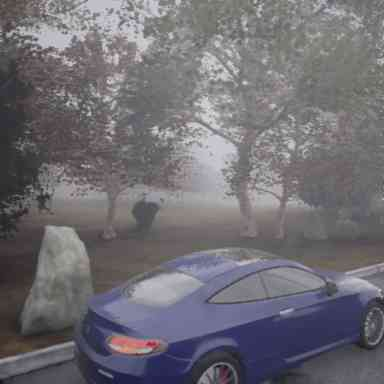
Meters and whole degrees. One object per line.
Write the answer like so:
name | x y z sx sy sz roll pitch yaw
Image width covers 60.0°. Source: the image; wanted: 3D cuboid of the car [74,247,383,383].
car | 0.823 1.530 4.644 4.674 1.452 2.002 0 0 -33
